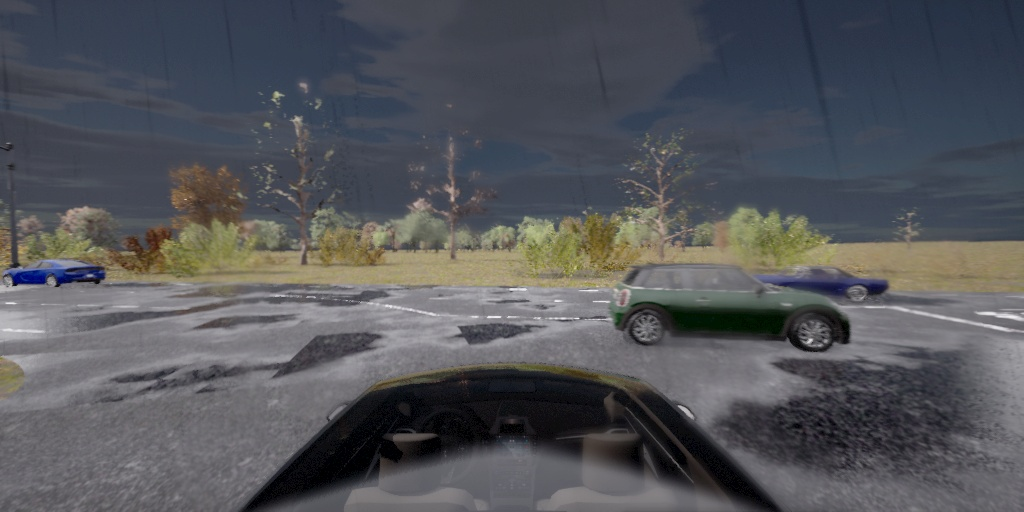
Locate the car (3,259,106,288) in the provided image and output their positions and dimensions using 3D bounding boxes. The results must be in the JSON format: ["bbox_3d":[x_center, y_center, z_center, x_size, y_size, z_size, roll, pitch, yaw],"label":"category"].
[{"bbox_3d":[-25.771,0.943,20.233,5.008,1.535,1.882,0,1,9],"label":"car"}]

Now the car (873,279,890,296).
[{"bbox_3d":[11.254,1.032,13.972,4.718,1.301,1.895,0,1,10],"label":"car"}]

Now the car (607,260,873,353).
[{"bbox_3d":[4.510,0.936,8.007,4.553,1.767,2.097,0,1,10],"label":"car"}]
